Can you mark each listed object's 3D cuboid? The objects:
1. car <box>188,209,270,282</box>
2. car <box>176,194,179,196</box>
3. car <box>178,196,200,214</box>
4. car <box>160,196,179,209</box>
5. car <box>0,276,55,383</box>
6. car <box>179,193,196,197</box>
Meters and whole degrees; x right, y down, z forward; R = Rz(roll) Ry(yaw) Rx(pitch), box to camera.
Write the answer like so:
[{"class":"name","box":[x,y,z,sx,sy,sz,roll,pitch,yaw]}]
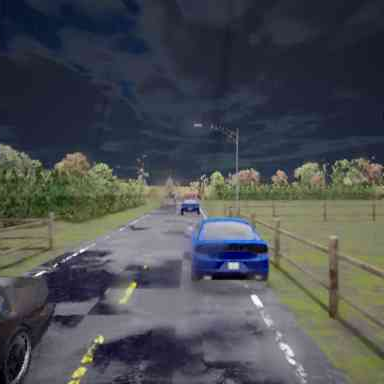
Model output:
[{"class":"car","box":[0.902,1.480,9.806,1.882,1.535,5.008,0,0,0]},{"class":"car","box":[-3.269,1.290,84.812,2.097,1.767,4.553,0,0,0]},{"class":"car","box":[-0.154,1.474,34.784,1.882,1.535,5.008,0,0,0]},{"class":"car","box":[-3.111,1.551,44.319,1.994,1.385,4.181,0,0,0]},{"class":"car","box":[-2.864,1.548,2.481,2.033,1.411,5.357,0,0,-1]},{"class":"car","box":[-0.278,1.207,46.088,2.150,2.045,5.566,0,0,0]}]
